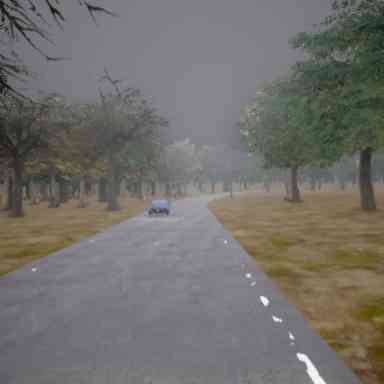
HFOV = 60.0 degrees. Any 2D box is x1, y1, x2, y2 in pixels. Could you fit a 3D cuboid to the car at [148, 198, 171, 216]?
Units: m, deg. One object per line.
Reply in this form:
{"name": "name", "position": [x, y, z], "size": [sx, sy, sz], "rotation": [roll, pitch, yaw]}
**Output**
{"name": "car", "position": [-3.019, 1.370, 31.834], "size": [1.882, 1.535, 5.008], "rotation": [0, 0, 0]}
